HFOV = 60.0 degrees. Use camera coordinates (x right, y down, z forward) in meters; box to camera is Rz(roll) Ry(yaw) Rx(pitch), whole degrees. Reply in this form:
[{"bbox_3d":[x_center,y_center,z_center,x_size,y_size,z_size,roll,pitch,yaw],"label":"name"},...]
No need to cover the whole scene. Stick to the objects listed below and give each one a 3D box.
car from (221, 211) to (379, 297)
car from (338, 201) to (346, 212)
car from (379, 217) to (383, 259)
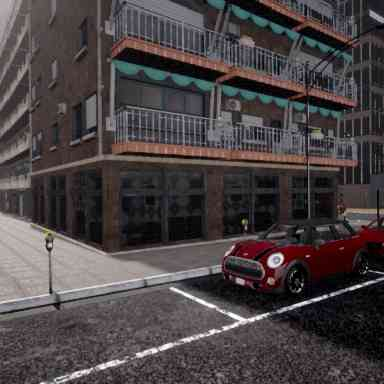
[{"bbox_3d":[2.679,1.439,8.474,4.097,1.590,1.967,0,-1,-35],"label":"car"},{"bbox_3d":[16.460,1.746,40.560,1.967,1.590,4.097,-2,0,-36],"label":"car"},{"bbox_3d":[7.180,1.543,11.676,4.507,1.381,1.887,0,-1,-35],"label":"car"}]
